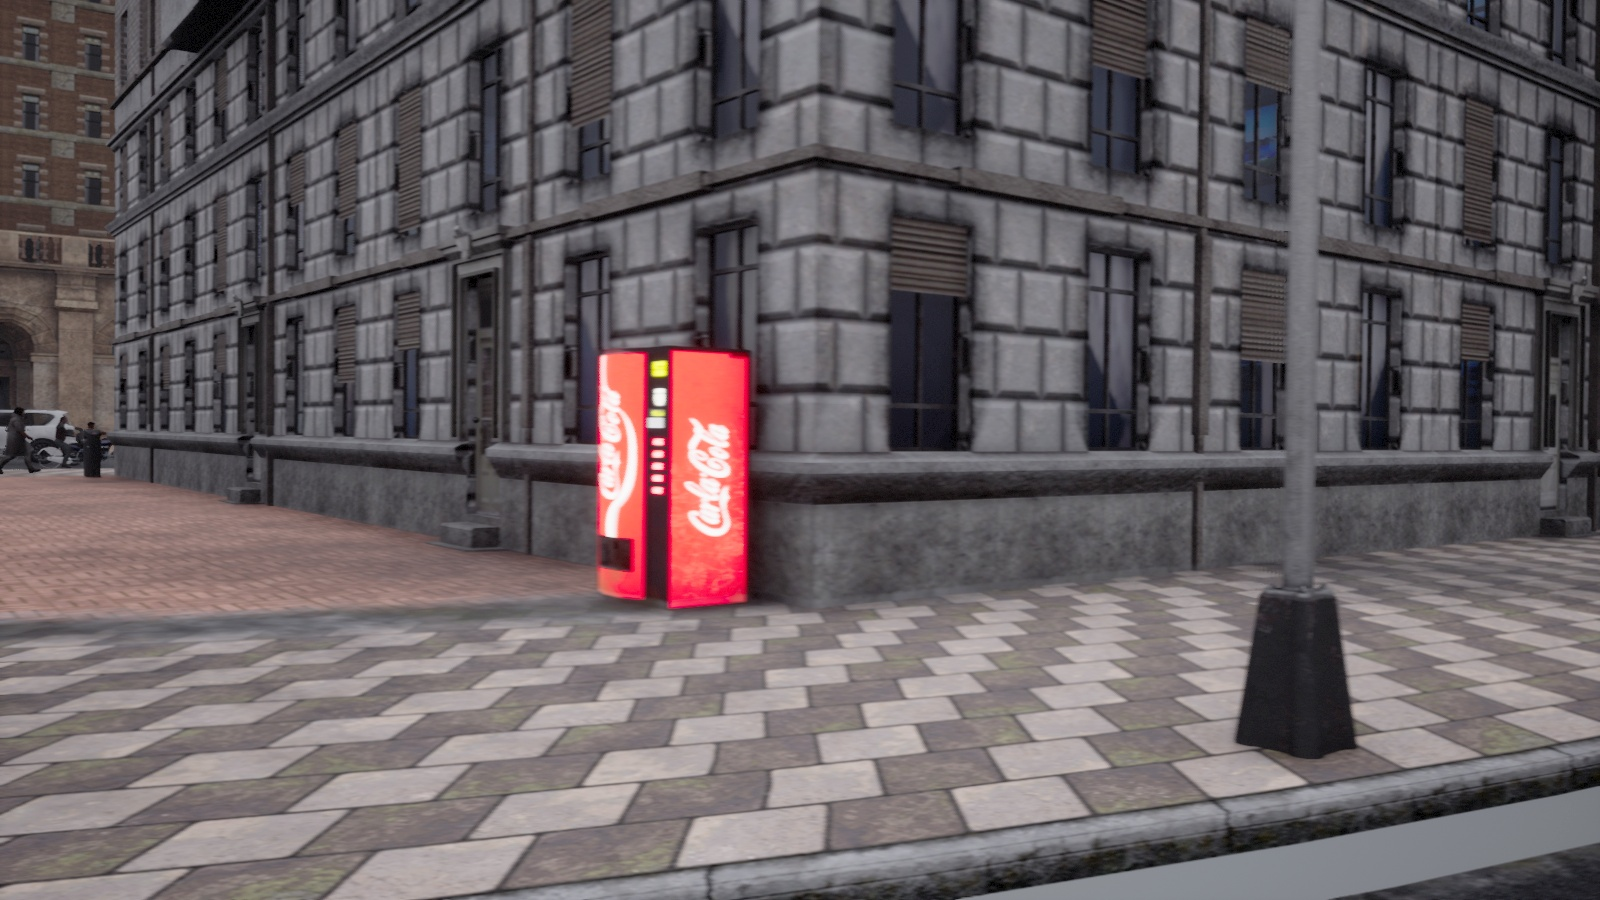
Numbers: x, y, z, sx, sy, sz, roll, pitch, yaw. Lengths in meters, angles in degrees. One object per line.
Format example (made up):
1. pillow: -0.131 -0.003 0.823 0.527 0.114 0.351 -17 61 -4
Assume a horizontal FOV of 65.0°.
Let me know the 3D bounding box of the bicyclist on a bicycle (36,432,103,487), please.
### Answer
1. bicyclist on a bicycle: -24.430 0.295 42.005 1.843 1.776 0.659 -2 1 -37

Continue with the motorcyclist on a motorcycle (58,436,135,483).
1. motorcyclist on a motorcycle: -25.522 0.332 45.579 2.350 1.649 0.766 -1 1 -38

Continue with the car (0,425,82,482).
1. car: -29.999 0.135 46.552 5.566 2.045 2.150 -1 1 -37

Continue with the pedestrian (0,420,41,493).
1. pedestrian: -21.048 0.168 33.892 0.873 1.952 0.659 -1 1 -27
